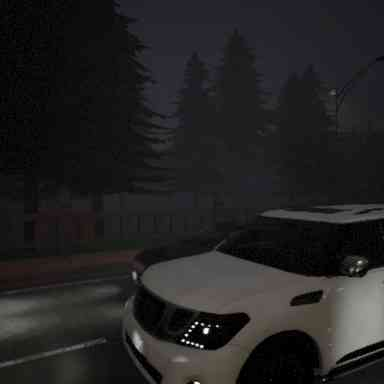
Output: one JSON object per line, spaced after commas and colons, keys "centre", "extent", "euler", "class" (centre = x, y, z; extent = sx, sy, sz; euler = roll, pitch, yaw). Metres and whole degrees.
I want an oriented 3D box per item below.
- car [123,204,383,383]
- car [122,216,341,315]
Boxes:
{"centre": [1.886, 1.221, 4.766], "extent": [5.566, 2.045, 2.150], "euler": [0, 0, -27], "class": "car"}
{"centre": [1.002, 1.491, 8.080], "extent": [4.902, 1.511, 2.128], "euler": [0, 0, -26], "class": "car"}
